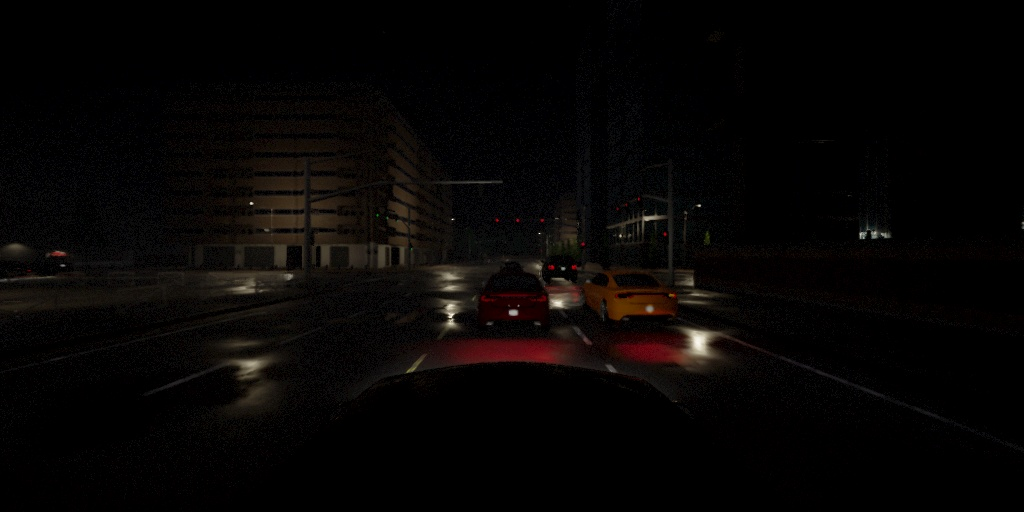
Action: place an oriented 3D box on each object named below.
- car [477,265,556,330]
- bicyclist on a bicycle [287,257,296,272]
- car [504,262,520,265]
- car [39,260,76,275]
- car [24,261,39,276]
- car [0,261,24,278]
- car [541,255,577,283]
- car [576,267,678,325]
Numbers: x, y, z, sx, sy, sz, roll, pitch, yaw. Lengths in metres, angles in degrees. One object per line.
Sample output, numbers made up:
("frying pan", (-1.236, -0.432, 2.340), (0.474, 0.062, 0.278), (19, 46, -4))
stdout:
("car", (0.056, 1.200, 11.001), (1.882, 1.535, 5.008), (0, 0, 0))
("bicyclist on a bicycle", (-25.553, 0.989, 41.520), (0.582, 1.620, 1.656), (0, 0, 0))
("car", (-0.016, 1.220, 29.070), (1.812, 1.442, 4.674), (0, 0, 0))
("car", (-49.068, 1.192, 37.759), (4.902, 1.511, 2.128), (0, 0, 1))
("car", (-49.041, 1.216, 34.260), (4.892, 1.490, 1.837), (0, 0, 1))
("car", (-45.519, 1.246, 30.631), (4.674, 1.442, 1.812), (0, 0, 0))
("car", (3.498, 0.928, 27.149), (2.150, 2.045, 5.566), (0, 1, 0))
("car", (3.559, 1.198, 11.694), (1.882, 1.535, 5.008), (0, 0, 0))
